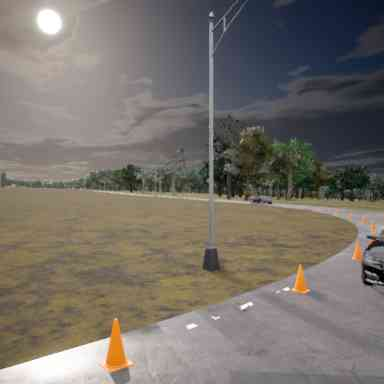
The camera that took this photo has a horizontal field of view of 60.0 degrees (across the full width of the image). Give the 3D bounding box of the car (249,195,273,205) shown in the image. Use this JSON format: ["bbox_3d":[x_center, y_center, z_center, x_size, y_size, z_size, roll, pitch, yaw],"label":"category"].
[{"bbox_3d":[11.616,1.314,55.929,1.837,1.490,4.892,1,0,-26],"label":"car"}]

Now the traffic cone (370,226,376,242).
[{"bbox_3d":[8.229,1.958,15.034,0.340,0.580,0.340,0,0,31],"label":"traffic cone"}]

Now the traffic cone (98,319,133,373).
[{"bbox_3d":[-0.994,1.954,4.342,0.340,0.580,0.340,0,0,-40],"label":"traffic cone"}]

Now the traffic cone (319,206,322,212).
[{"bbox_3d":[14.483,1.911,37.522,0.340,0.580,0.340,1,0,0],"label":"traffic cone"}]

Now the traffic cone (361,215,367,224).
[{"bbox_3d":[12.217,1.956,23.586,0.340,0.580,0.340,0,0,19],"label":"traffic cone"}]

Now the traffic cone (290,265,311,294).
[{"bbox_3d":[2.467,1.953,7.560,0.340,0.580,0.340,0,0,44],"label":"traffic cone"}]

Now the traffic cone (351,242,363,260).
[{"bbox_3d":[5.554,1.956,11.138,0.340,0.580,0.340,0,0,38],"label":"traffic cone"}]

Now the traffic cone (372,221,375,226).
[{"bbox_3d":[10.458,1.958,19.200,0.340,0.580,0.340,0,0,25],"label":"traffic cone"}]

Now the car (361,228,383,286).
[{"bbox_3d":[5.853,1.496,8.659,2.128,1.511,4.902,0,0,39],"label":"car"}]

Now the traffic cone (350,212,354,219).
[{"bbox_3d":[13.484,1.948,28.138,0.340,0.580,0.340,1,0,12],"label":"traffic cone"}]
